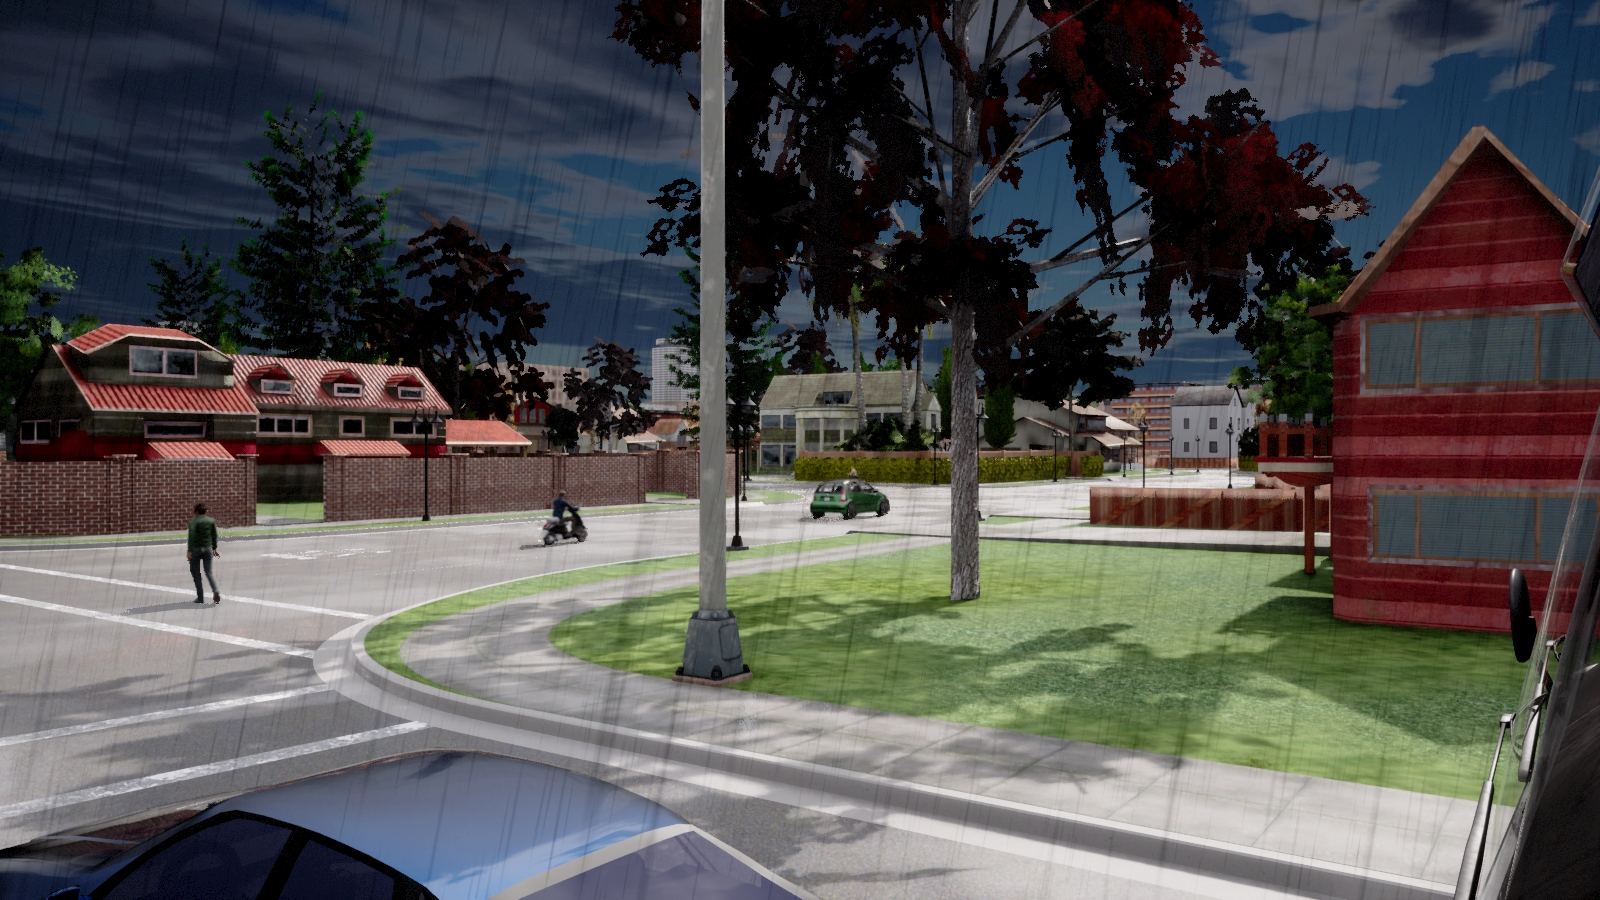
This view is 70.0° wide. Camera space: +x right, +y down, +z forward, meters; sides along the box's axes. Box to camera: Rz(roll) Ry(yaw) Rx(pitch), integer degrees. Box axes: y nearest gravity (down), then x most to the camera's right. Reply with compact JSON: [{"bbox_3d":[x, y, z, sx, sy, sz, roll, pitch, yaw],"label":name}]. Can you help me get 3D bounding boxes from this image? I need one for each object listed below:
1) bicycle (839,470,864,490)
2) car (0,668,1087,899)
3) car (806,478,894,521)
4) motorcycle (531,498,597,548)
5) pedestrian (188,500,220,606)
[{"bbox_3d":[3.505,2.025,77.804,1.487,1.301,0.859,1,0,33],"label":"bicycle"},{"bbox_3d":[-1.713,2.106,4.943,5.357,1.411,2.033,0,0,36],"label":"car"},{"bbox_3d":[2.117,1.999,47.232,1.851,1.617,3.988,0,0,33],"label":"car"},{"bbox_3d":[-6.934,2.129,33.663,0.856,1.341,1.805,0,0,34],"label":"motorcycle"},{"bbox_3d":[-10.735,1.848,20.585,0.375,1.860,0.375,0,0,32],"label":"pedestrian"}]
